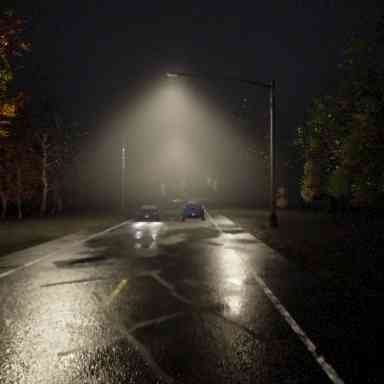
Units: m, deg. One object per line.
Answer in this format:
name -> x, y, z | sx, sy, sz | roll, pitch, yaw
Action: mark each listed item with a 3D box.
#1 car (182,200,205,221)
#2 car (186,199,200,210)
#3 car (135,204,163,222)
car -> 0.113, 1.680, 29.665 | 1.882, 1.535, 5.008 | 0, 0, 0
car -> 0.119, 1.899, 51.610 | 2.033, 1.411, 5.357 | 0, 0, 0
car -> -3.574, 1.758, 28.338 | 1.994, 1.385, 4.181 | 0, 0, 0
